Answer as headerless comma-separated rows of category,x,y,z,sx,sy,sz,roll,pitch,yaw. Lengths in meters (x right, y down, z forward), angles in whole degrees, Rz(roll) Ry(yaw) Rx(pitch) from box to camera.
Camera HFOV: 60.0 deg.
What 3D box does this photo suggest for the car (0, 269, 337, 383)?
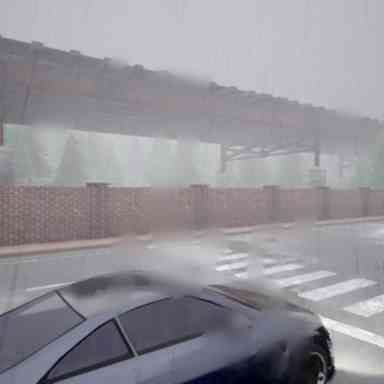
car,-0.376,1.564,3.474,4.181,1.385,1.994,0,0,-36
